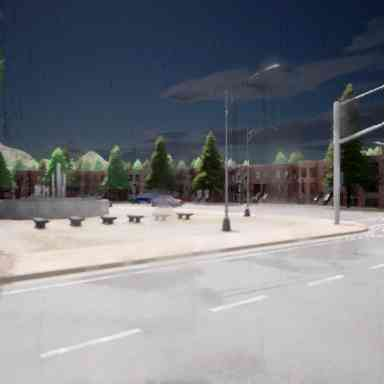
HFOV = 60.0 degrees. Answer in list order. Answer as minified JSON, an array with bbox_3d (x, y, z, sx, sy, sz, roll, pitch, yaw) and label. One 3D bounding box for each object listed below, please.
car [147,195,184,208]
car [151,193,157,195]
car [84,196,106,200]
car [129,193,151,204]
[{"bbox_3d":[-3.562,1.499,46.017,4.674,1.442,1.812,0,0,35],"label":"car"},{"bbox_3d":[-3.494,1.322,50.169,4.553,1.767,2.097,0,0,32],"label":"car"},{"bbox_3d":[-19.275,1.524,63.957,5.357,1.411,2.033,0,0,7],"label":"car"},{"bbox_3d":[-8.799,1.188,60.952,5.566,2.045,2.150,0,0,21],"label":"car"}]
